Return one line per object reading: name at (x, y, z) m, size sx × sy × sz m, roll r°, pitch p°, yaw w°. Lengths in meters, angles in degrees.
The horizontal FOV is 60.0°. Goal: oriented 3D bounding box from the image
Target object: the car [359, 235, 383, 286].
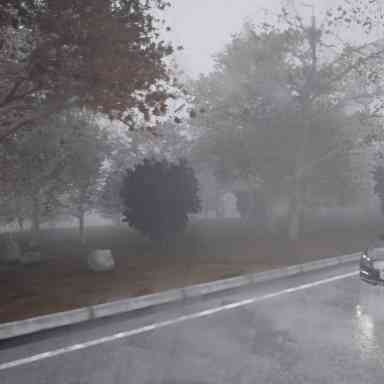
car at (6.112, 1.501, 8.349) m, size 4.902 × 1.511 × 2.128 m, roll 0°, pitch 0°, yaw -36°
